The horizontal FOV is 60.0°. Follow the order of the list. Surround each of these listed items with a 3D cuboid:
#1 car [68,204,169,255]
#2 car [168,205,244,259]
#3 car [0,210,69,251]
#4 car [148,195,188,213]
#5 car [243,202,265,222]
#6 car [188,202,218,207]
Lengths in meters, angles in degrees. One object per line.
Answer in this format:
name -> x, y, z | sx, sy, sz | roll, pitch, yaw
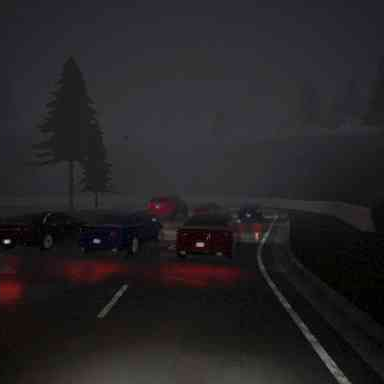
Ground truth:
car -> -2.641, 1.483, 13.472 | 1.882, 1.535, 5.008 | 0, 0, 12
car -> 0.779, 1.483, 12.728 | 1.882, 1.535, 5.008 | 0, 0, 12
car -> -6.061, 1.514, 14.217 | 1.837, 1.490, 4.892 | 0, 0, 12
car -> -1.945, 1.256, 28.540 | 2.150, 2.045, 5.566 | 0, 0, 16
car -> 4.763, 1.531, 26.539 | 1.812, 1.442, 4.674 | 0, 0, 16
car -> 1.405, 1.531, 27.525 | 1.812, 1.442, 4.674 | 0, 0, 16
